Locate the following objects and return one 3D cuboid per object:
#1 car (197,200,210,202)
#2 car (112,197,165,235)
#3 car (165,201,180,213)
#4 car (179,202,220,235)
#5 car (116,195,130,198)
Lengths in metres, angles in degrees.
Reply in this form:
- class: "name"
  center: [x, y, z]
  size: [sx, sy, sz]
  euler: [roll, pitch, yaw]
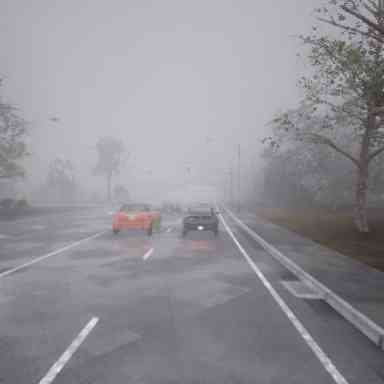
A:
- class: "car"
  center: [1.233, 1.534, 35.530]
  size: [1.812, 1.442, 4.674]
  euler: [0, 0, 3]
- class: "car"
  center: [-2.984, 1.354, 19.074]
  size: [2.097, 1.767, 4.553]
  euler: [0, 0, 2]
- class: "car"
  center: [-2.213, 1.607, 36.297]
  size: [1.895, 1.301, 4.718]
  euler: [0, 0, 3]
- class: "car"
  center: [0.500, 1.509, 18.710]
  size: [1.837, 1.490, 4.892]
  euler: [0, 0, 2]
- class: "car"
  center: [-8.963, 1.156, 43.072]
  size: [1.837, 1.490, 4.892]
  euler: [0, 0, 3]
